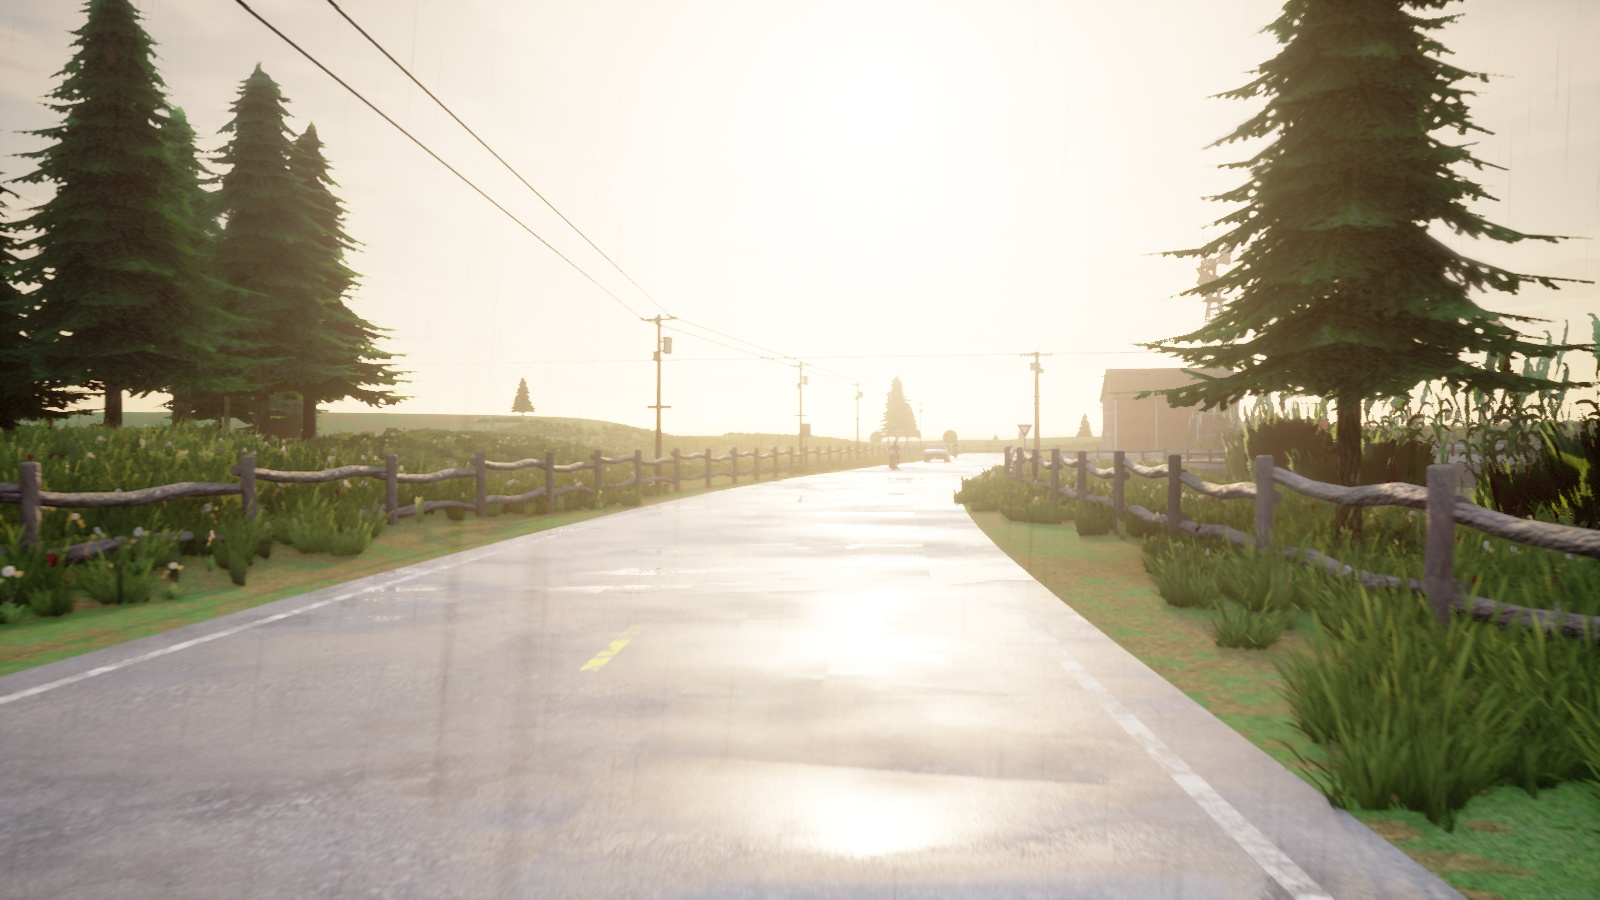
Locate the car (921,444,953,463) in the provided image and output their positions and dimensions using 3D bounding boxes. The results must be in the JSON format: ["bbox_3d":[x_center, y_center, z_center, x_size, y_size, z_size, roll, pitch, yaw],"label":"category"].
[{"bbox_3d":[10.670,0.253,97.805,2.033,1.411,5.357,0,0,11],"label":"car"}]
